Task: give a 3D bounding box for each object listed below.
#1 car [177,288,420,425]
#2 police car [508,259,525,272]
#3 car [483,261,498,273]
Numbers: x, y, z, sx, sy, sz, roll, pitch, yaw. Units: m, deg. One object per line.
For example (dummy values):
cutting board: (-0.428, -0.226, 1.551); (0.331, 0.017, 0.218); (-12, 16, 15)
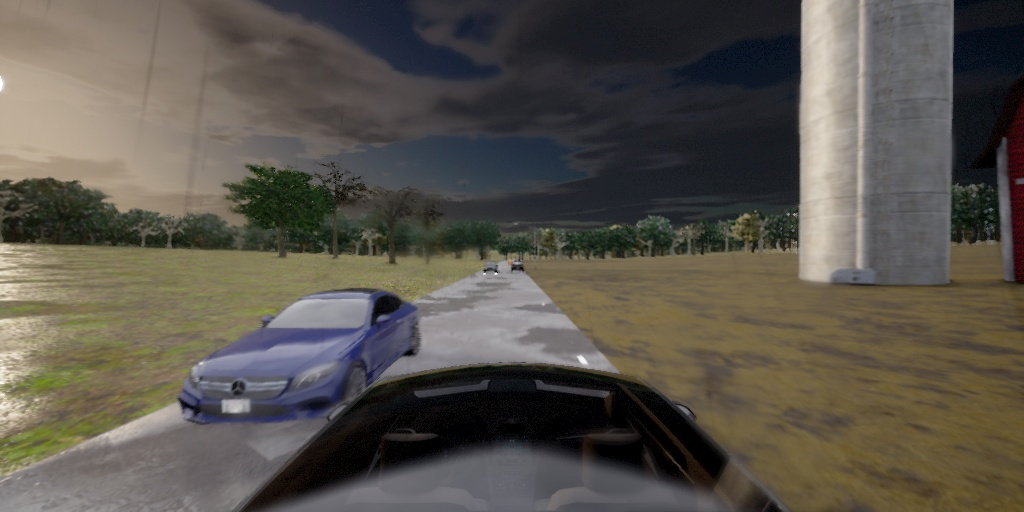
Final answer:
car: (-2.842, 1.302, 6.014); (1.812, 1.442, 4.674); (0, 0, 0)
police car: (0.786, 1.432, 51.165); (1.930, 1.638, 5.238); (0, 0, 0)
car: (-2.835, 1.501, 48.812); (1.837, 1.490, 4.892); (0, 0, 0)
